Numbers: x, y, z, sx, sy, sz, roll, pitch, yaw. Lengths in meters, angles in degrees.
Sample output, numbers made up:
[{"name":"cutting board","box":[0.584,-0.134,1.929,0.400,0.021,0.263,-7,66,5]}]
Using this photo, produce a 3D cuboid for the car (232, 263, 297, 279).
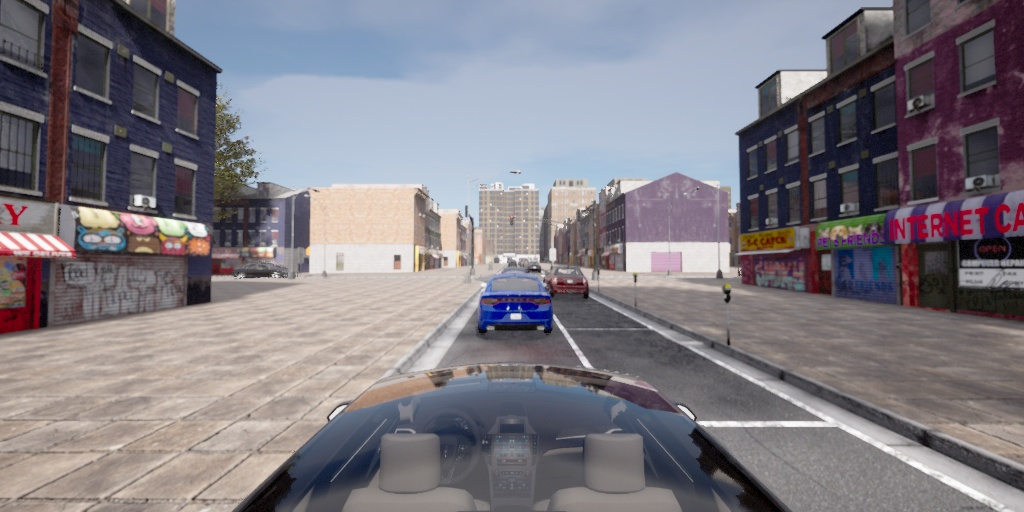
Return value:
[{"name":"car","box":[-21.057,1.340,30.651,4.892,1.490,1.837,0,-2,0]}]

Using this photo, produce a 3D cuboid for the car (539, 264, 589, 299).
[{"name":"car","box":[2.668,1.208,18.501,1.967,1.591,4.097,0,0,0]}]

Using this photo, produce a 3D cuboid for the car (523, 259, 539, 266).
[{"name":"car","box":[2.712,1.426,45.246,1.948,1.339,4.313,0,0,0]}]

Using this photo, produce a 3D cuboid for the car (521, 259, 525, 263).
[{"name":"car","box":[2.721,1.458,50.682,1.948,1.339,4.313,0,0,0]}]

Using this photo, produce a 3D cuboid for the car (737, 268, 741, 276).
[{"name":"car","box":[23.537,1.319,33.240,4.892,1.490,1.837,0,-2,0]}]

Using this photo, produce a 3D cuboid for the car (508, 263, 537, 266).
[{"name":"car","box":[0.131,1.295,18.706,1.812,1.442,4.674,0,0,0]}]

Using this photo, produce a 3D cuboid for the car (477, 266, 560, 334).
[{"name":"car","box":[0.062,1.234,10.675,1.882,1.535,5.008,0,0,-1]}]

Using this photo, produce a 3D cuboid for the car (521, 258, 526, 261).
[{"name":"car","box":[2.731,1.455,56.288,1.751,1.417,4.829,0,0,0]}]
